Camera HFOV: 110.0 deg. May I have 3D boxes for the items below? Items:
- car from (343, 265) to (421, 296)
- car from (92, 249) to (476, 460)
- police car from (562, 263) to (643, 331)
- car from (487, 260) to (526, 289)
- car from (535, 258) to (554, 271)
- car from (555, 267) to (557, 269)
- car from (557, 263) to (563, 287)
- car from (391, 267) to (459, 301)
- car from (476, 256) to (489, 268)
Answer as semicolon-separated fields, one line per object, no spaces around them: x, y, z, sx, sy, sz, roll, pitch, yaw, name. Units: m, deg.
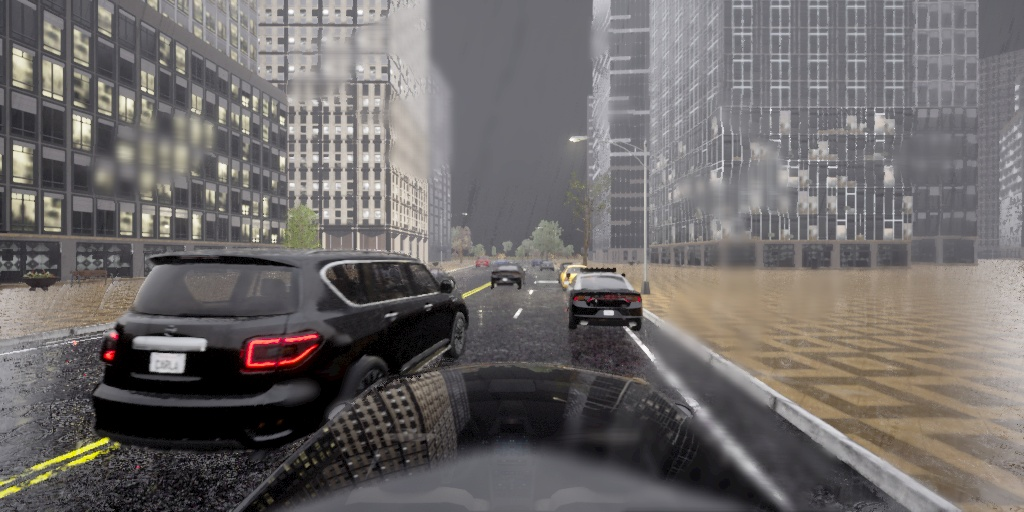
-7.171;1.299;20.506;2.033;1.411;5.357;0;0;6;car
-2.317;0.966;5.461;2.150;2.045;5.566;0;-1;8;car
2.678;1.175;11.267;1.930;1.638;5.238;0;0;7;police car
-0.156;1.229;23.370;1.882;1.535;5.008;0;0;6;car
4.680;1.307;48.731;2.033;1.411;5.357;0;0;1;car
4.387;1.257;27.319;1.837;1.490;4.892;0;0;5;car
3.842;1.207;21.440;1.801;1.575;5.366;0;0;6;car
-4.186;1.315;18.014;1.994;1.385;4.181;0;0;6;car
-5.116;0.995;62.887;2.150;2.045;5.566;0;0;0;car
